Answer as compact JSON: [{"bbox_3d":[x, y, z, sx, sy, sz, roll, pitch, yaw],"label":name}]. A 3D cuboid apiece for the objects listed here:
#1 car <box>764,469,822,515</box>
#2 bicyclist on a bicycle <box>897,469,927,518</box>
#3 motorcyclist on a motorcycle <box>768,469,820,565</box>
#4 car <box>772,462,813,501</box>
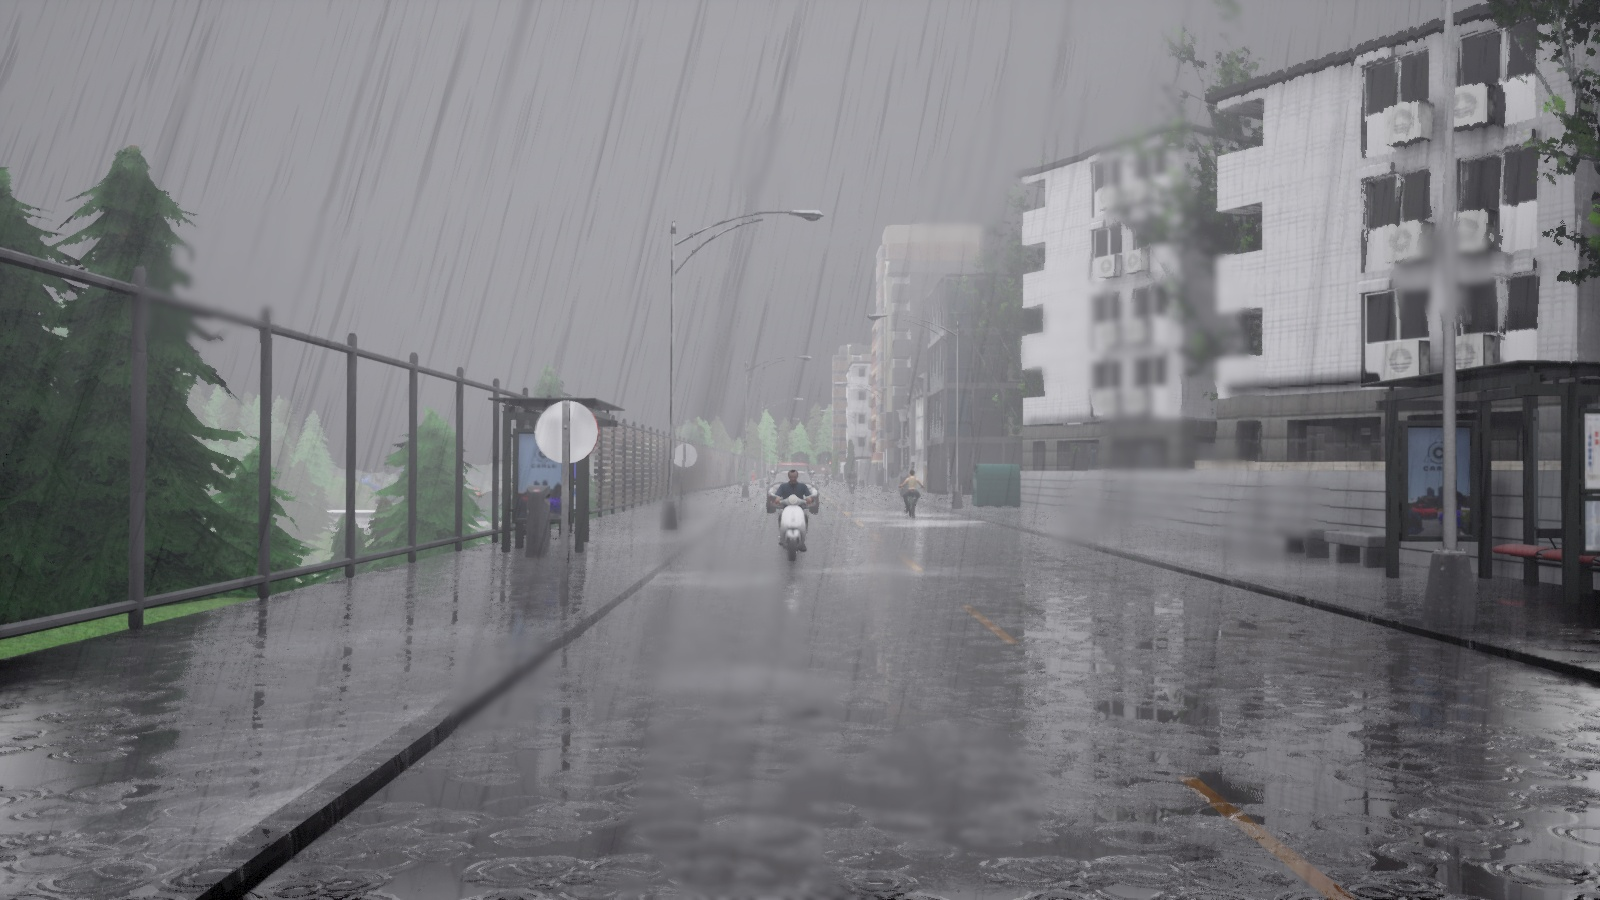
[{"bbox_3d":[-0.264,1.538,47.303,2.033,1.649,4.856,0,-1,0],"label":"car"},{"bbox_3d":[3.764,1.446,42.353,0.866,1.612,1.509,0,-1,0],"label":"bicyclist on a bicycle"},{"bbox_3d":[-0.113,1.136,21.927,0.866,1.590,1.817,0,-1,0],"label":"motorcyclist on a motorcycle"},{"bbox_3d":[-0.391,1.682,68.486,2.150,2.045,5.566,0,-1,0],"label":"car"}]
